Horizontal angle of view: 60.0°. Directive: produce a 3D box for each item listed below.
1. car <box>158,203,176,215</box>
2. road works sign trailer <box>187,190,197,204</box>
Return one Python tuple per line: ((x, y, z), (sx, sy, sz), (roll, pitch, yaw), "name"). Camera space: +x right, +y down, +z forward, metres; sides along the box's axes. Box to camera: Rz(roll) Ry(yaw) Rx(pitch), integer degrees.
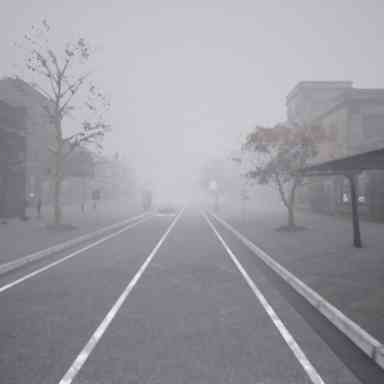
((-3.101, 2.085, 41.767), (1.994, 1.385, 4.181), (0, -1, 0), "car")
((-0.012, 1.326, 84.423), (2.380, 3.560, 2.880), (0, 0, 0), "road works sign trailer")
